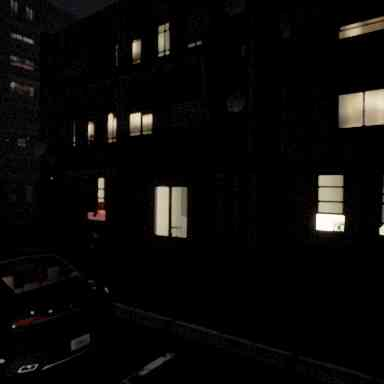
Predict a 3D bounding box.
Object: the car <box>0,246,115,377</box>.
[{"bbox_3d":[-3.103,1.548,5.230,4.403,1.369,2.008,0,1,36],"label":"car"}]
